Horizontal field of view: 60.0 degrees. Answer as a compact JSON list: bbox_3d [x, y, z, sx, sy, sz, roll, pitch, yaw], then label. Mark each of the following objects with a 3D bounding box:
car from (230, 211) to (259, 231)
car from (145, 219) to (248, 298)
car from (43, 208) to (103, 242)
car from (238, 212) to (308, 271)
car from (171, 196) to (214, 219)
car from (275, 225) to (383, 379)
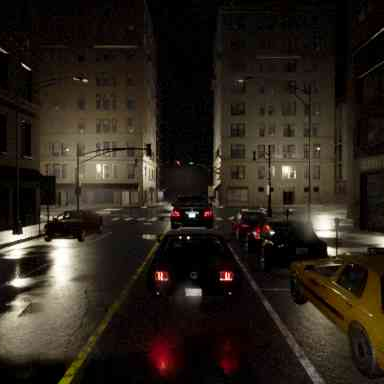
[{"bbox_3d":[2.870,1.576,16.298,1.802,1.307,4.206,-1,0,0],"label":"car"},{"bbox_3d":[0.046,1.598,8.467,1.895,1.301,4.718,0,0,0],"label":"car"},{"bbox_3d":[-5.675,1.538,16.300,1.887,1.381,4.507,-1,0,0],"label":"car"},{"bbox_3d":[2.867,1.562,10.712,1.947,1.339,4.313,-1,0,0],"label":"car"},{"bbox_3d":[0.002,1.214,18.459,2.150,2.045,5.566,0,0,0],"label":"car"},{"bbox_3d":[2.863,1.524,5.296,1.752,1.417,4.829,-1,0,0],"label":"car"}]
